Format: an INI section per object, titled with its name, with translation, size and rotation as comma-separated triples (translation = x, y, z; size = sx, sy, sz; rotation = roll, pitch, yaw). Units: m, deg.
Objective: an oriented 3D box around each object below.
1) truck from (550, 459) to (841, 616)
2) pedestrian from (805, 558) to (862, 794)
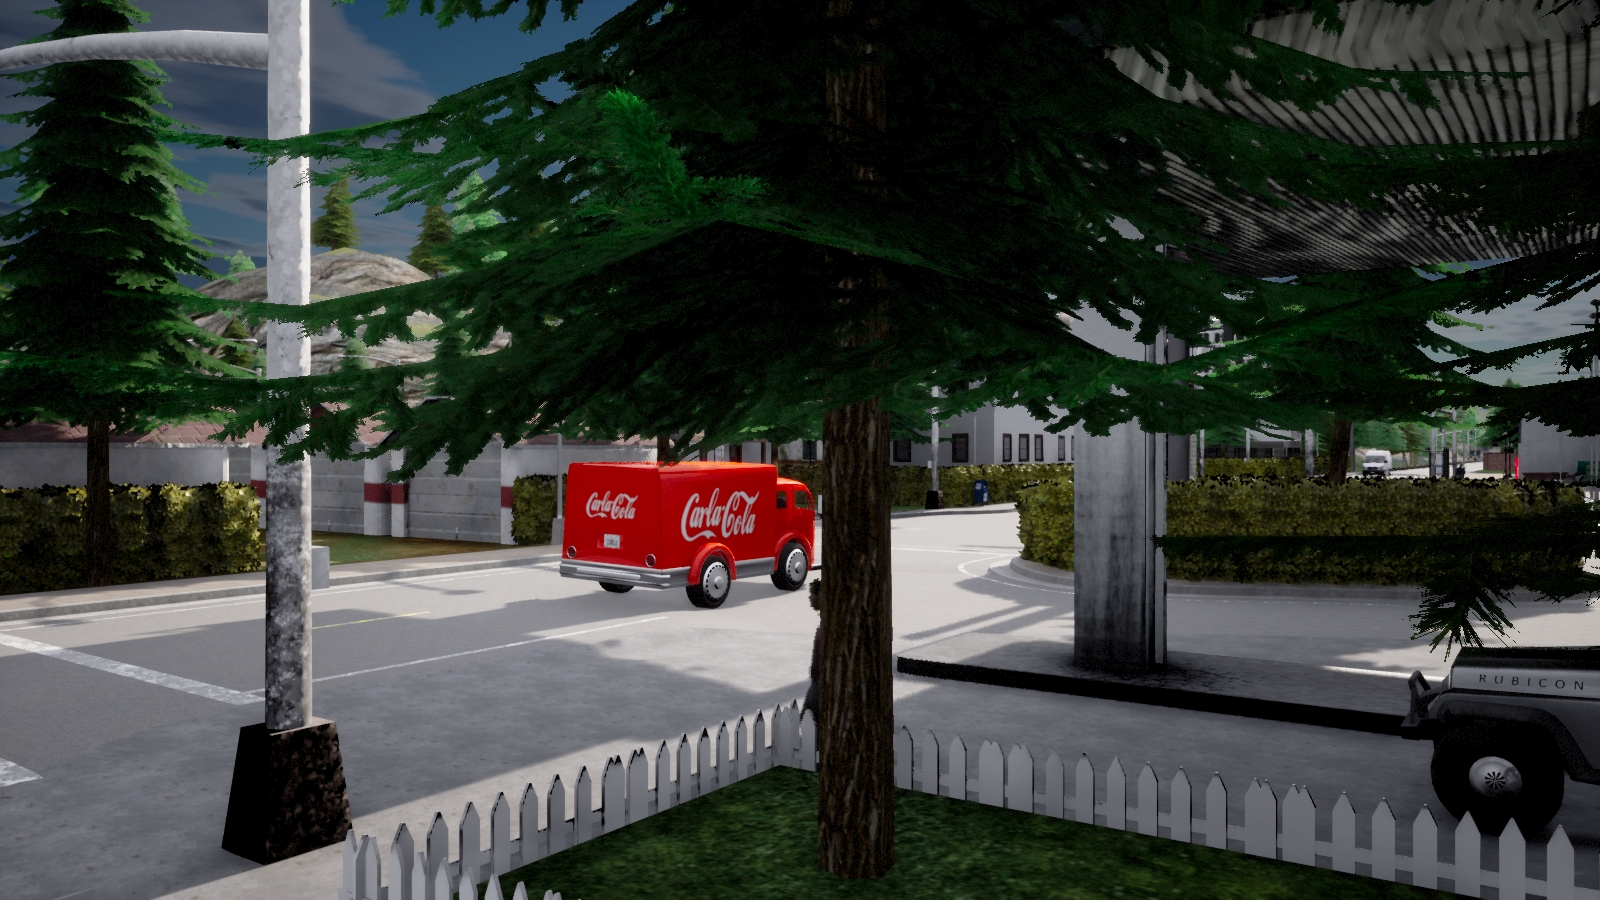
[truck]
translation = -1.780, 1.450, 21.356
size = 2.627, 2.467, 5.204
rotation = 2, 0, 35
[pedestrian]
translation = 0.279, 1.844, 9.457
size = 0.375, 1.860, 0.375
rotation = 0, 0, 20
